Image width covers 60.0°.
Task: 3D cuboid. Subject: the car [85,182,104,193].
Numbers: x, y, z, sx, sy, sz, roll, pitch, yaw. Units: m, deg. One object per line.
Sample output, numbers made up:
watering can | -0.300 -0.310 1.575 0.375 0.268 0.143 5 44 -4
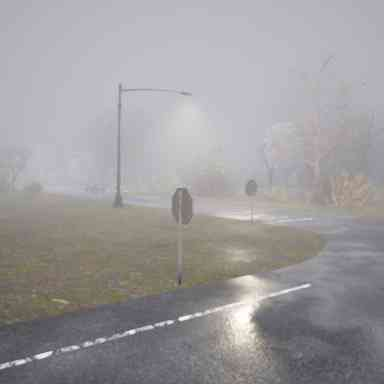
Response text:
car | -17.532 -0.821 59.924 2.150 2.045 5.566 0 2 -36

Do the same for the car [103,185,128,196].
car | -11.723 -0.120 51.794 1.895 1.301 4.718 0 2 -36
